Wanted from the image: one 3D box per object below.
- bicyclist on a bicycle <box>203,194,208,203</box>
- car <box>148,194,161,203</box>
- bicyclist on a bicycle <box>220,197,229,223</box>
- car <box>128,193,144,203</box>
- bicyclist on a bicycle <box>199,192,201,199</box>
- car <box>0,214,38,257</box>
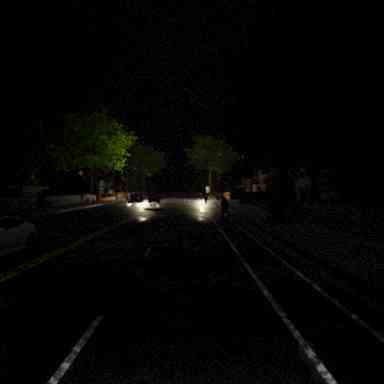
[{"bbox_3d":[2.260,1.133,53.955,0.866,1.612,1.509,0,0,0],"label":"bicyclist on a bicycle"},{"bbox_3d":[-6.494,1.156,57.703,1.882,1.535,5.008,0,0,0],"label":"car"},{"bbox_3d":[2.253,1.241,22.889,0.659,1.776,1.843,0,0,0],"label":"bicyclist on a bicycle"},{"bbox_3d":[-9.741,1.025,58.052,2.097,1.767,4.553,0,0,0],"label":"car"},{"bbox_3d":[2.265,0.943,88.816,0.582,1.620,1.656,0,0,0],"label":"bicyclist on a bicycle"},{"bbox_3d":[-6.610,1.465,10.578,1.812,1.442,4.674,0,0,0],"label":"car"}]
